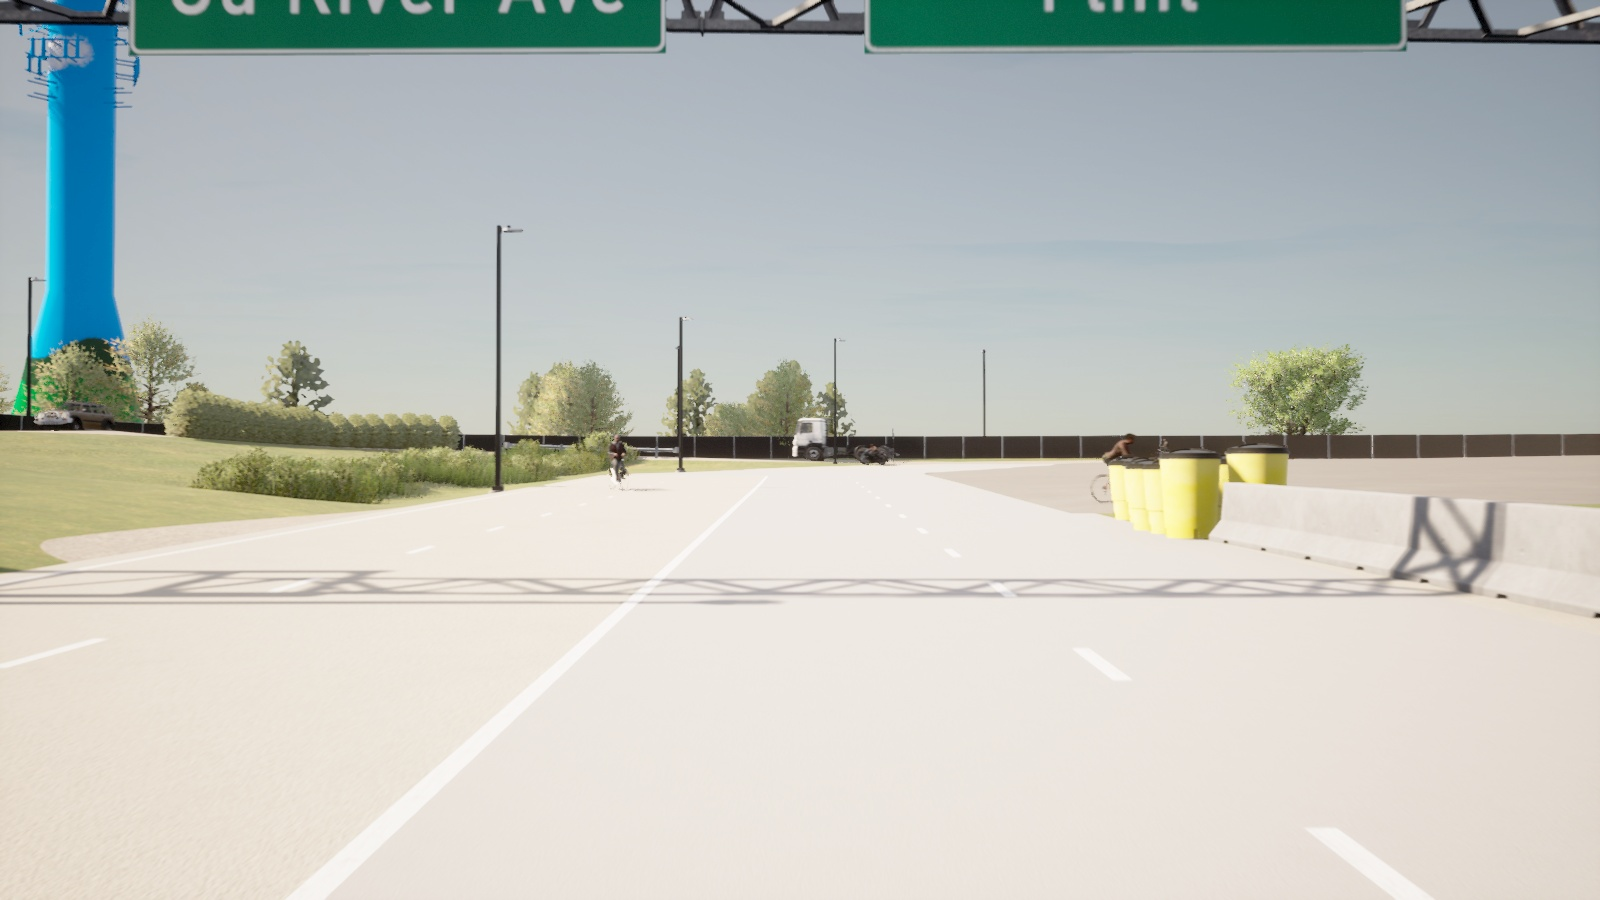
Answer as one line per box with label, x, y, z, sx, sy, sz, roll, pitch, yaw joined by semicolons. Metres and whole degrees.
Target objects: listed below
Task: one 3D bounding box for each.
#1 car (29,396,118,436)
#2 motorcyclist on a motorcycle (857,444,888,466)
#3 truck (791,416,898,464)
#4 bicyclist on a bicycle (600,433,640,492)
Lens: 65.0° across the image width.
car;-39.190;-1.784;67.864;1.932;1.855;4.605;0;-2;3
motorcyclist on a motorcycle;4.917;0.333;85.018;2.044;1.523;0.797;-1;0;-38
truck;3.455;-0.736;96.682;7.936;3.462;2.891;1;-1;8
bicyclist on a bicycle;-5.587;0.388;38.873;0.659;1.776;1.843;0;0;-27
